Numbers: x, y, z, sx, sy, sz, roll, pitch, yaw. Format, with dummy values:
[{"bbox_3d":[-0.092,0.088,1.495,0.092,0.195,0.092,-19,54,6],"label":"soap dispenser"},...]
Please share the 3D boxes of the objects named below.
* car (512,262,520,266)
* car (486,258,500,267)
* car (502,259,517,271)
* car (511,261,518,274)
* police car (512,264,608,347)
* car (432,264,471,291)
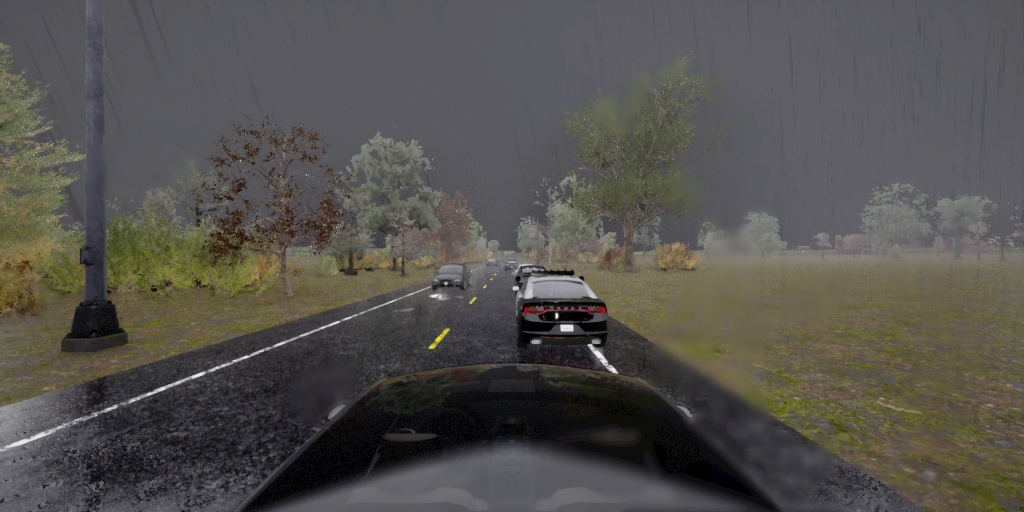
[{"bbox_3d":[1.050,1.248,19.321,1.837,1.490,4.892,0,0,0],"label":"car"},{"bbox_3d":[-3.553,1.204,64.524,1.812,1.442,4.674,0,0,0],"label":"car"},{"bbox_3d":[0.036,1.238,47.434,1.812,1.442,4.674,0,0,1],"label":"car"},{"bbox_3d":[1.051,1.265,25.322,1.812,1.442,4.674,0,0,0],"label":"car"},{"bbox_3d":[1.050,1.173,9.430,1.930,1.638,5.238,0,0,0],"label":"police car"},{"bbox_3d":[-3.599,1.246,21.971,1.837,1.490,4.892,0,0,0],"label":"car"}]
